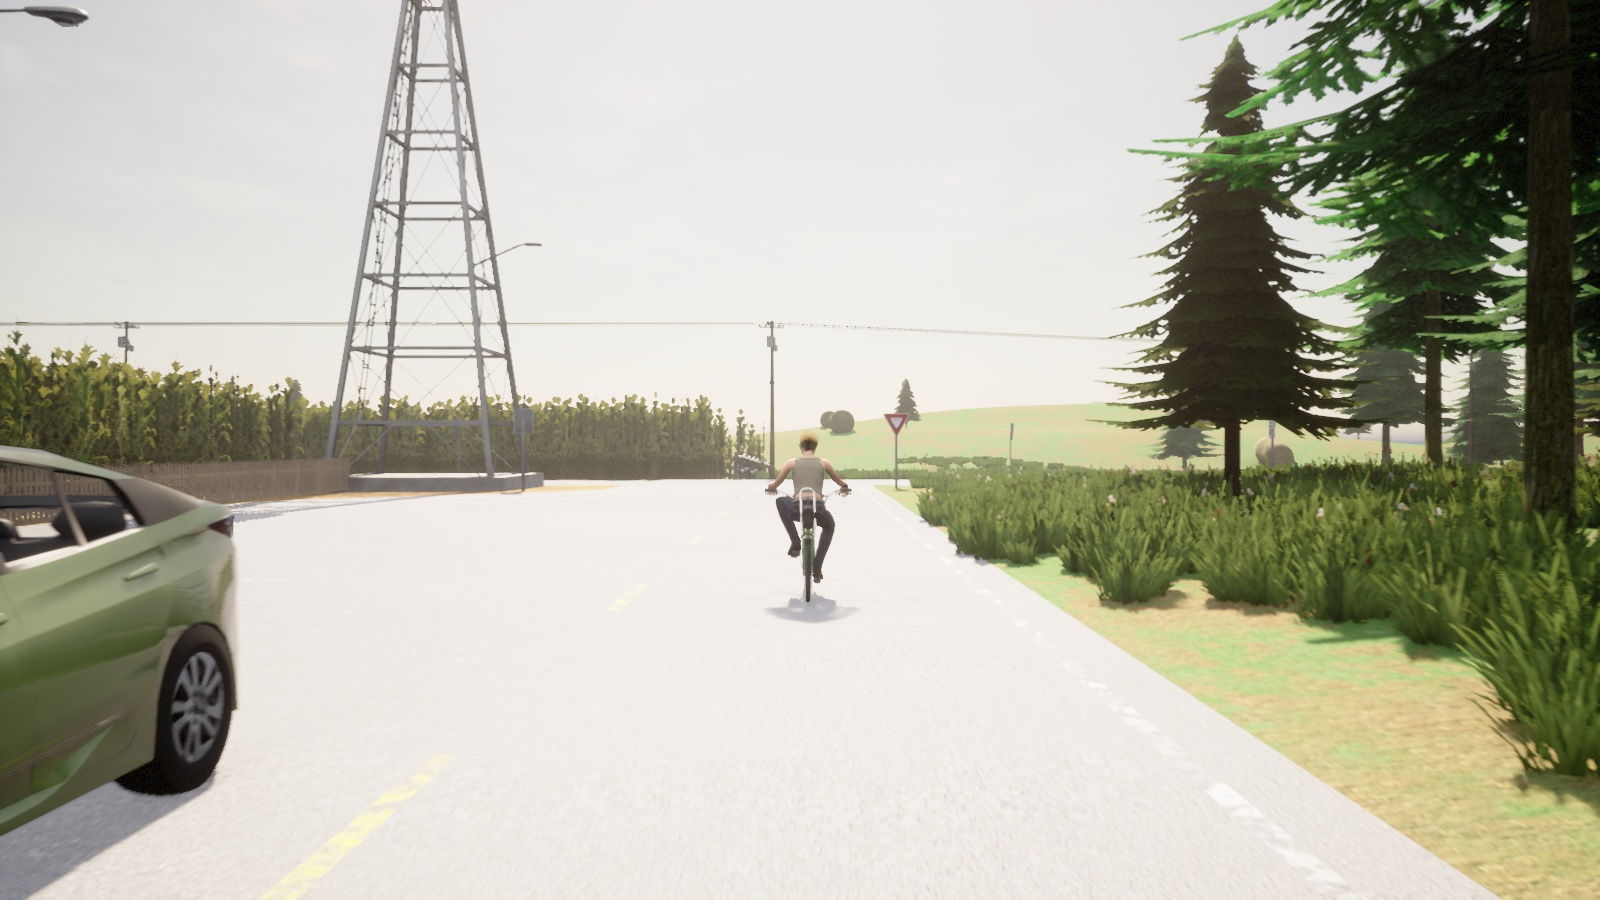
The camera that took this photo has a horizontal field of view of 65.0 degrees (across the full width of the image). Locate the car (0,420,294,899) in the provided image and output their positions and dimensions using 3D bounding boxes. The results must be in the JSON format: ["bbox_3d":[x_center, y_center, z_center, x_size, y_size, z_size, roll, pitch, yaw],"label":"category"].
[{"bbox_3d":[-3.463,0.669,3.820,2.007,1.525,4.514,0,0,0],"label":"car"}]

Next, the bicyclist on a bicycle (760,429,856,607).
[{"bbox_3d":[0.080,0.614,12.173,0.866,1.612,1.509,0,0,1],"label":"bicyclist on a bicycle"}]
